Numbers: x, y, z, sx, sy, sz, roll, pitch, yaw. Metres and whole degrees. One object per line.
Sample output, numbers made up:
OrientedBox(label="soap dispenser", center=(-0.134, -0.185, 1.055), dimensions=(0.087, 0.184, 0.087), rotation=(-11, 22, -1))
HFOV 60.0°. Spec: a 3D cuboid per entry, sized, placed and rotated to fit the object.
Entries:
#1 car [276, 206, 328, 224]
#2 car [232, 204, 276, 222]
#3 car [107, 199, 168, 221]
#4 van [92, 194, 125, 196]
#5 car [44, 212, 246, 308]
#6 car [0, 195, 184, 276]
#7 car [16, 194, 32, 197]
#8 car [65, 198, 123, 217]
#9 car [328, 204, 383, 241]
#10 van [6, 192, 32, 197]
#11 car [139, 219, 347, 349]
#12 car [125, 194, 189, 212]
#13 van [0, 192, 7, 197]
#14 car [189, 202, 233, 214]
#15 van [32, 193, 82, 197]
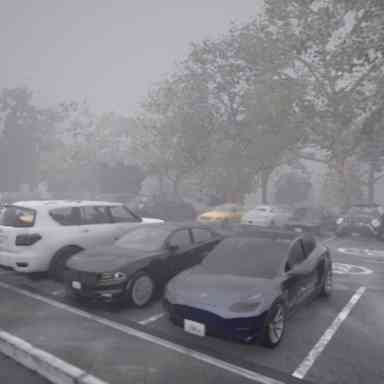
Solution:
OrientedBox(label="car", center=(6.890, 1.568, 19.070), dimensions=(2.163, 1.488, 4.792), rotation=(1, 0, 36))
OrientedBox(label="car", center=(4.665, 1.548, 20.720), dimensions=(2.002, 1.452, 4.674), rotation=(1, 0, 36))
OrientedBox(label="car", center=(-4.313, 1.416, 27.210), dimensions=(2.163, 1.488, 4.792), rotation=(1, 0, 36))
OrientedBox(label="van", center=(-6.568, 1.131, 29.027), dimensions=(1.878, 1.987, 4.442), rotation=(1, 0, 36))
OrientedBox(label="car", center=(-0.782, 1.545, 8.520), dimensions=(2.097, 1.535, 5.008), rotation=(1, 0, 36))
OrientedBox(label="car", center=(-3.012, 1.263, 10.168), dimensions=(2.435, 2.045, 5.566), rotation=(1, 0, 36))
OrientedBox(label="car", center=(-15.492, 1.292, 35.372), dimensions=(2.097, 1.535, 5.008), rotation=(0, 0, 36))
OrientedBox(label="car", center=(-8.863, 1.361, 30.586), dimensions=(2.163, 1.488, 4.792), rotation=(1, 0, 36))
OrientedBox(label="car", center=(9.068, 1.442, 17.564), dimensions=(2.185, 1.767, 4.553), rotation=(1, 0, 36))
OrientedBox(label="van", center=(-17.668, 1.060, 37.090), dimensions=(1.878, 1.987, 4.442), rotation=(0, 0, 36))
OrientedBox(label="car", center=(1.444, 1.606, 6.860), dimensions=(2.163, 1.488, 4.792), rotation=(1, 0, 36))
OrientedBox(label="car", center=(-2.037, 1.165, 25.627), dimensions=(2.435, 2.045, 5.566), rotation=(1, 0, 36))
OrientedBox(label="van", center=(-20.046, 1.054, 38.529), dimensions=(1.878, 1.987, 4.442), rotation=(0, 0, 36))
OrientedBox(label="car", center=(2.316, 1.475, 22.200), dimensions=(1.946, 1.575, 5.366), rotation=(1, 0, 36))
OrientedBox(label="van", center=(-13.305, 1.076, 33.643), dimensions=(1.878, 1.987, 4.442), rotation=(0, 0, 36))
